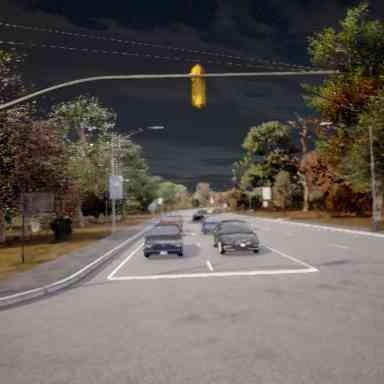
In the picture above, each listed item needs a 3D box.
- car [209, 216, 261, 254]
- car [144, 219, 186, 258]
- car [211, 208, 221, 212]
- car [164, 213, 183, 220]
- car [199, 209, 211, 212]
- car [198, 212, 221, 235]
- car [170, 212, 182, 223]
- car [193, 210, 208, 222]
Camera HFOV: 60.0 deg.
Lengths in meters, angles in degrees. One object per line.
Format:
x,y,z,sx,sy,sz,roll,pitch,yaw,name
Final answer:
2.174,2.220,17.119,1.837,1.490,4.892,-2,-2,-2,car
-1.323,2.373,17.054,2.033,1.411,5.357,-2,-3,-2,car
6.707,5.329,89.473,2.128,1.511,4.902,-2,-2,-2,car
-1.801,2.925,30.557,1.882,1.535,5.008,-2,-3,-2,car
3.210,5.411,89.344,1.837,1.490,4.892,-2,-2,-2,car
1.792,2.741,27.947,1.812,1.442,4.674,-2,-2,-2,car
-2.433,3.919,51.093,1.812,1.442,4.674,-2,-3,-2,car
1.090,3.835,50.179,1.895,1.301,4.718,-2,-3,-2,car
